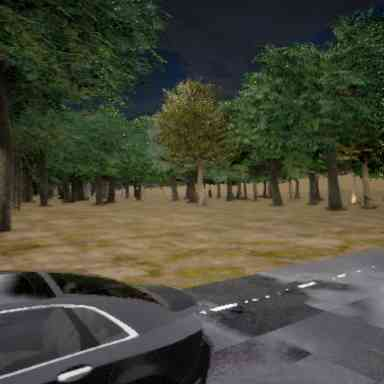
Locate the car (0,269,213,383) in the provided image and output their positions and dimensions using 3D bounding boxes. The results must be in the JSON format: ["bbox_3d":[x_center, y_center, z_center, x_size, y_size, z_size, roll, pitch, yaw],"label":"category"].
[{"bbox_3d":[-2.079,1.505,2.509,4.892,1.490,1.837,0,0,-36],"label":"car"}]
